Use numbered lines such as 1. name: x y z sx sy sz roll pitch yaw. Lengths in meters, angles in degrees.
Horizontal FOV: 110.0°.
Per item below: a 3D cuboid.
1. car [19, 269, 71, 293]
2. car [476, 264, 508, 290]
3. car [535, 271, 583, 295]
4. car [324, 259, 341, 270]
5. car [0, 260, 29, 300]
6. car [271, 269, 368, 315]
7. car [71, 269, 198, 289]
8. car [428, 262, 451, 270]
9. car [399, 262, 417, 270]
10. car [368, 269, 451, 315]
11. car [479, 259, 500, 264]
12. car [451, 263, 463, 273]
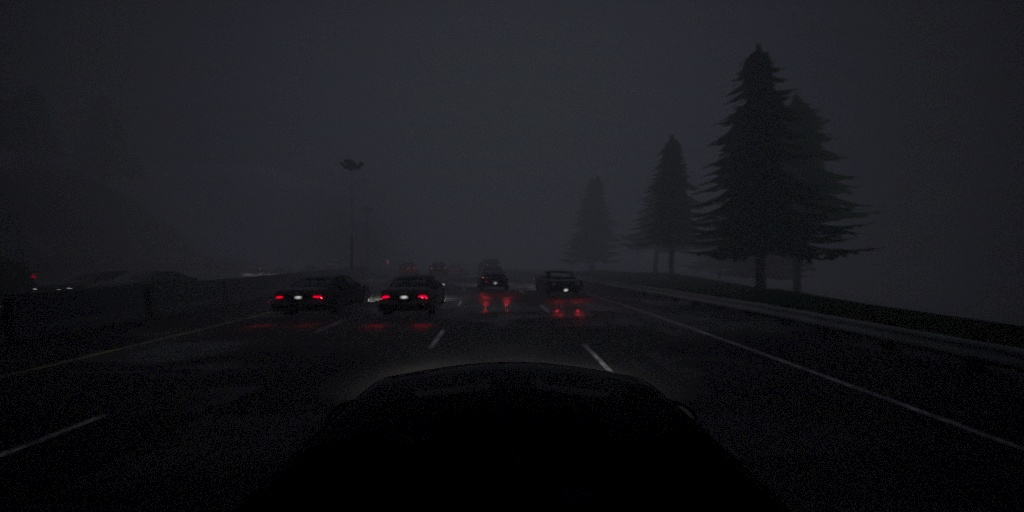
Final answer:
1. car: -22.210 1.505 19.217 1.837 1.490 4.892 0 -1 -7
2. car: -1.386 1.481 24.320 1.812 1.442 4.674 0 0 -9
3. car: 2.579 1.510 21.030 1.895 1.301 4.718 0 0 -6
4. car: -28.923 1.590 58.035 2.150 2.045 5.566 0 0 -22
5. car: -25.355 1.207 16.055 2.150 2.045 5.566 0 -1 -6
6. car: -7.282 1.440 14.294 2.033 1.411 5.357 0 0 -5
7. car: -18.581 1.454 18.298 1.882 1.535 5.008 0 0 -7
8. car: -9.253 1.519 44.506 2.097 1.767 4.553 0 -1 -16
9. car: -12.966 1.536 44.663 2.097 1.767 4.553 0 -1 -16
10. car: -3.777 1.424 14.246 2.033 1.411 5.357 0 0 -5
11. car: -3.205 1.407 49.442 2.150 2.045 5.566 0 -1 -18
12. car: -8.674 1.815 54.301 1.994 1.385 4.181 0 -1 -19
